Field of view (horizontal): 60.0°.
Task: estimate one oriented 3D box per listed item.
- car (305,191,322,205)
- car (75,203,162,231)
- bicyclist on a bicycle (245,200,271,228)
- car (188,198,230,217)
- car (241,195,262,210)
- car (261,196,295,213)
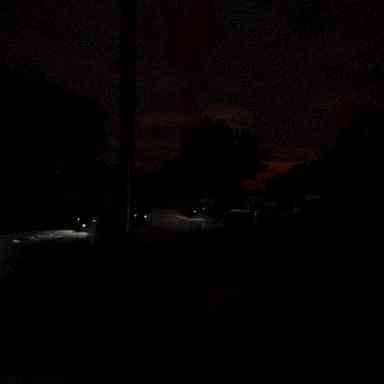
[{"bbox_3d":[19.720,0.954,53.956,2.150,2.045,5.566,1,-1,24],"label":"car"},{"bbox_3d":[-4.098,1.346,19.657,2.033,1.411,5.357,2,2,37],"label":"car"},{"bbox_3d":[3.865,1.300,19.578,1.656,1.620,0.582,-1,0,36],"label":"bicyclist on a bicycle"},{"bbox_3d":[1.527,1.200,27.530,1.812,1.442,4.674,1,2,34],"label":"car"},{"bbox_3d":[6.923,1.099,35.991,1.812,1.442,4.674,1,1,31],"label":"car"},{"bbox_3d":[8.757,1.214,32.839,1.994,1.385,4.181,1,1,32],"label":"car"}]
